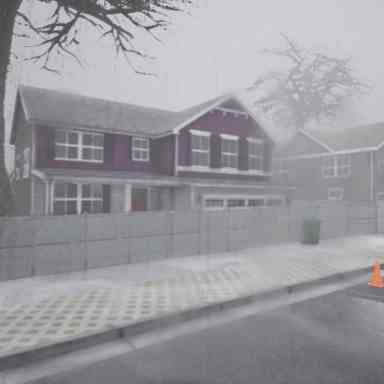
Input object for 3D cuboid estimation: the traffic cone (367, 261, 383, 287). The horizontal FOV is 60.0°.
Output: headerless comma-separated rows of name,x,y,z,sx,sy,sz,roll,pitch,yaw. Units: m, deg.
traffic cone,4.519,1.969,8.111,0.340,0.580,0.340,0,0,-34
